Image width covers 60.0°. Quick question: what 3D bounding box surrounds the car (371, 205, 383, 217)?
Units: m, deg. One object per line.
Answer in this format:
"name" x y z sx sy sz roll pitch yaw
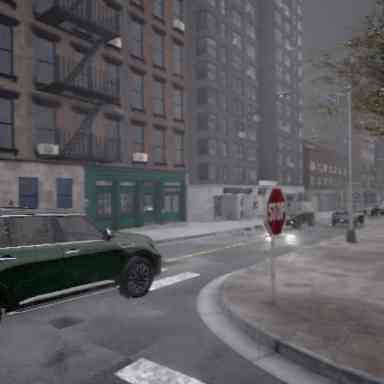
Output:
"car" 24.512 2.445 43.113 1.837 1.490 4.892 -1 -1 37

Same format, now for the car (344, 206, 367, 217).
"car" 21.848 2.557 44.312 1.895 1.301 4.718 -1 -1 37

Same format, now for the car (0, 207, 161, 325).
"car" -3.041 1.299 6.542 2.150 2.045 5.566 -1 -1 37

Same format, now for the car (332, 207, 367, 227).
"car" 13.297 2.088 28.222 2.128 1.511 4.902 -1 -2 37

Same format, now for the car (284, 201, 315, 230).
"car" 7.824 1.741 25.878 2.150 2.045 5.566 -1 -2 37
